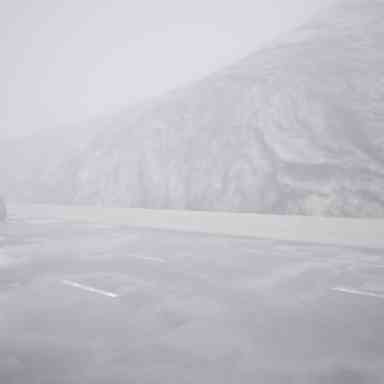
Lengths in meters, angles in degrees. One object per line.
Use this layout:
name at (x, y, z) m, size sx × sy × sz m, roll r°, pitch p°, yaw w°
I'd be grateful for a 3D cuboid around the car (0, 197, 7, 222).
car at (-16.914, 1.359, 26.758) m, size 5.566 × 2.045 × 2.150 m, roll 0°, pitch 0°, yaw 40°
